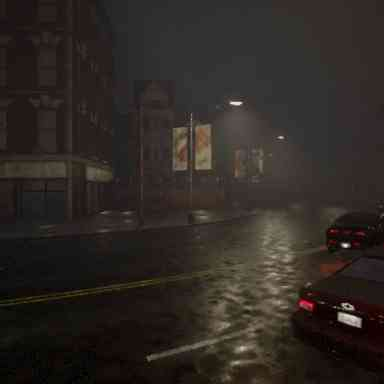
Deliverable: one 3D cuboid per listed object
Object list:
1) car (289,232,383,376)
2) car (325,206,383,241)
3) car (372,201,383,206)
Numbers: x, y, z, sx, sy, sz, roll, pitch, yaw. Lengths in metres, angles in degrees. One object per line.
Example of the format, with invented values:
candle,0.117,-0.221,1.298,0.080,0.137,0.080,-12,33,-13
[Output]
car,3.865,1.547,5.404,5.357,1.411,2.033,0,0,-36
car,6.775,1.504,12.718,1.837,1.490,4.892,0,0,45
car,16.602,1.490,28.250,2.128,1.511,4.902,0,0,23
